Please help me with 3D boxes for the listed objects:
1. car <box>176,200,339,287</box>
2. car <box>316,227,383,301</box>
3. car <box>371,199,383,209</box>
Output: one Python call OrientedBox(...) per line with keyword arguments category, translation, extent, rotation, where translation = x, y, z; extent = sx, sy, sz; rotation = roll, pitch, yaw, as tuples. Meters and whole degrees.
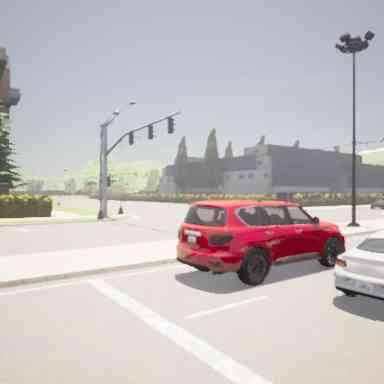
OrientedBox(category="car", translation=(2.162, 1.242, 9.682), extent=(5.566, 2.045, 2.150), rotation=(0, 0, -36))
OrientedBox(category="car", translation=(4.999, 1.546, 7.425), extent=(4.674, 1.442, 1.812), rotation=(0, 0, -36))
OrientedBox(category="car", translation=(26.595, 1.648, 45.940), extent=(4.674, 1.442, 1.812), rotation=(0, 0, -34))
